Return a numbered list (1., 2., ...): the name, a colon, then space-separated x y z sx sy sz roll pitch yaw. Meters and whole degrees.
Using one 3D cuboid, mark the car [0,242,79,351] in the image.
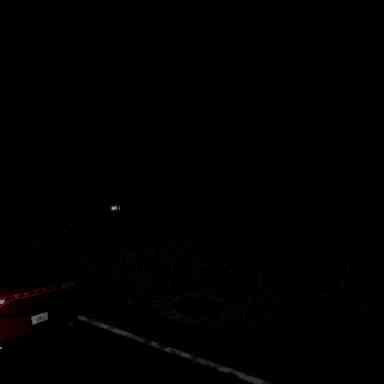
1. car: -3.825 1.530 5.711 4.507 1.381 1.887 0 0 36
